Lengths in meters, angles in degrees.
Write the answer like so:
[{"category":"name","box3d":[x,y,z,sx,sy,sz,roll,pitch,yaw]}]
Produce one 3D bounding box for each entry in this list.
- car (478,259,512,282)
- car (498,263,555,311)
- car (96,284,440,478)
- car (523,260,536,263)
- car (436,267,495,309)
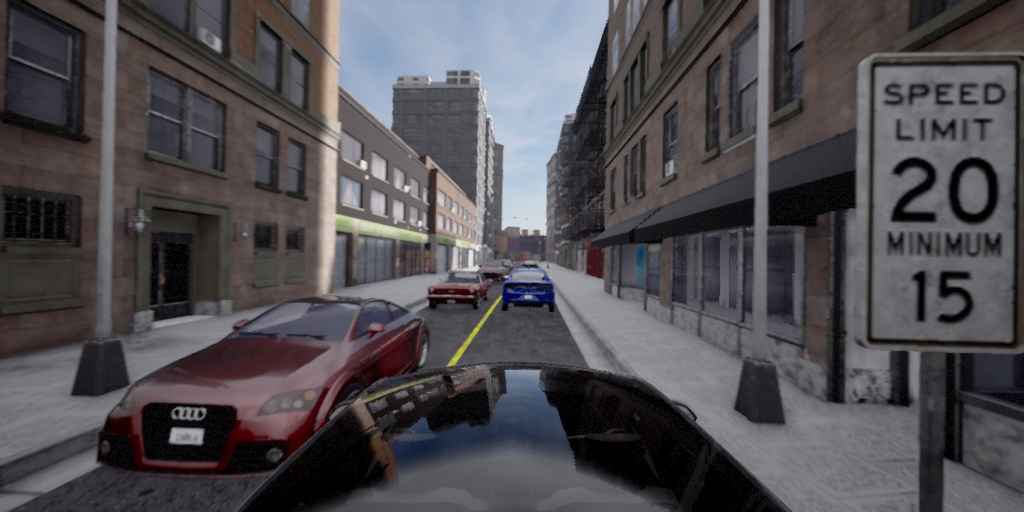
[{"category":"car","box3d":[-1.387,1.053,27.073,2.097,1.767,4.553,1,0,3]},{"category":"car","box3d":[0.671,1.226,14.505,1.882,1.535,5.008,1,0,3]},{"category":"car","box3d":[-2.530,1.265,4.876,1.994,1.385,4.181,1,0,2]},{"category":"car","box3d":[2.001,1.235,40.950,1.882,1.535,5.008,1,0,3]},{"category":"car","box3d":[-2.026,1.301,14.788,1.895,1.301,4.718,1,0,3]}]
